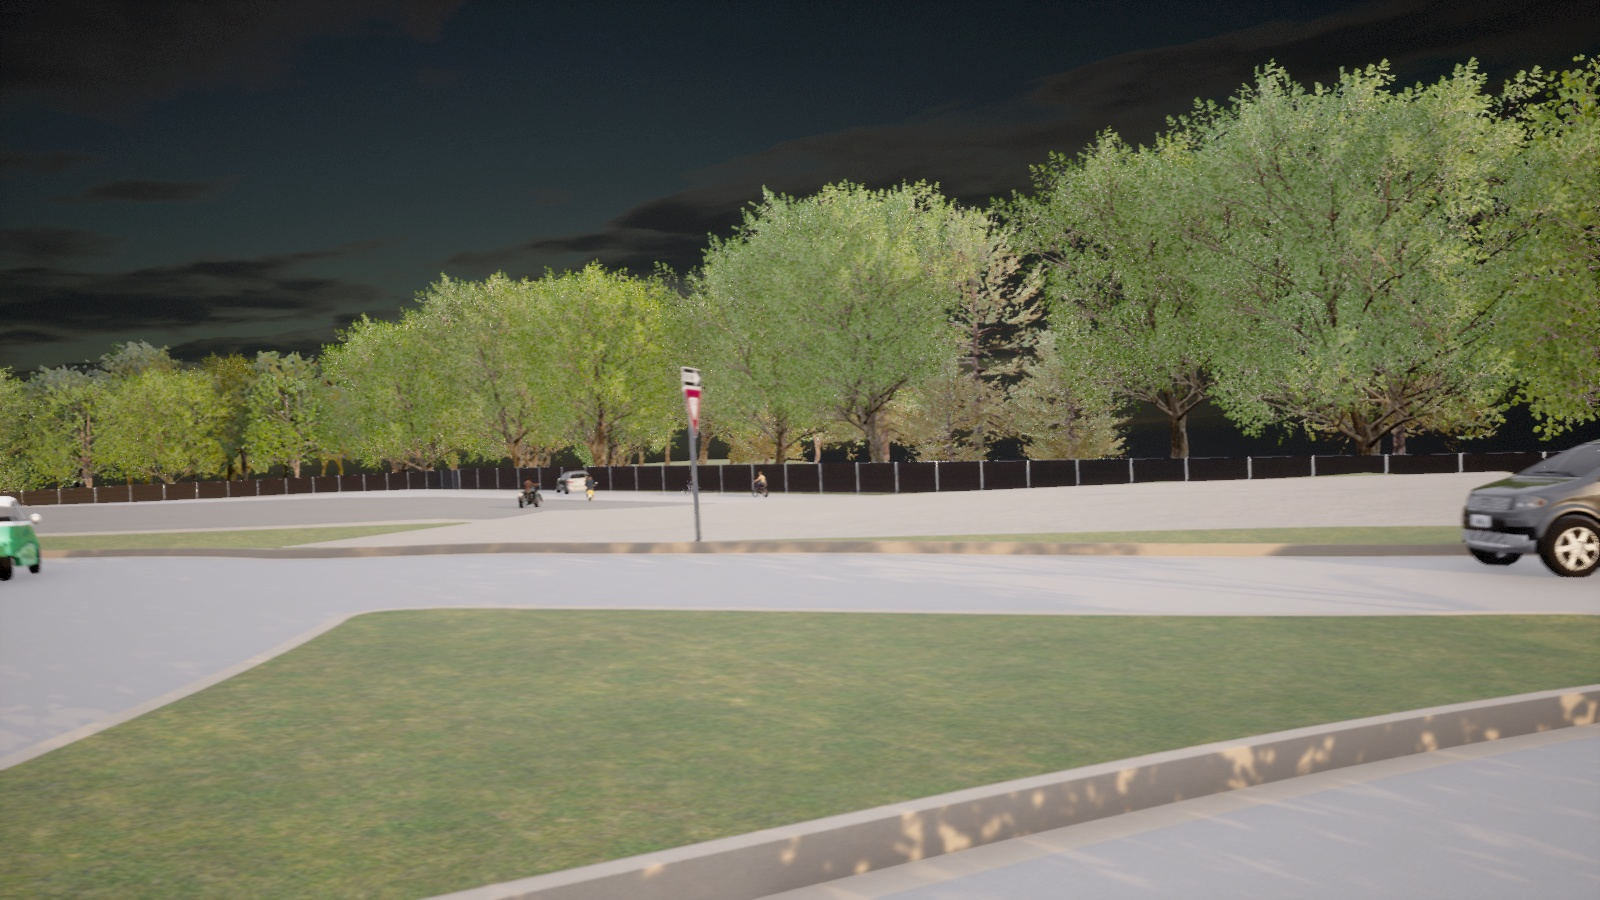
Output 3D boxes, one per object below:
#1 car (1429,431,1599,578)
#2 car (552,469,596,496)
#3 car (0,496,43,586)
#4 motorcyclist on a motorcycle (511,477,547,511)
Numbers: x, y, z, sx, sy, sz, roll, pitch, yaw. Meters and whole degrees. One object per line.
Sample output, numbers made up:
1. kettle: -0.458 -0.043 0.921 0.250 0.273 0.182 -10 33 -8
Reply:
1. car: 9.435 0.576 14.230 3.705 1.549 1.789 0 0 -1
2. car: -17.107 2.421 95.040 2.242 1.667 4.611 -4 2 -22
3. car: -13.561 1.515 20.838 1.481 1.376 2.207 -3 0 -26
4. motorcyclist on a motorcycle: -13.804 2.233 64.121 0.766 1.649 2.350 -2 -2 15
